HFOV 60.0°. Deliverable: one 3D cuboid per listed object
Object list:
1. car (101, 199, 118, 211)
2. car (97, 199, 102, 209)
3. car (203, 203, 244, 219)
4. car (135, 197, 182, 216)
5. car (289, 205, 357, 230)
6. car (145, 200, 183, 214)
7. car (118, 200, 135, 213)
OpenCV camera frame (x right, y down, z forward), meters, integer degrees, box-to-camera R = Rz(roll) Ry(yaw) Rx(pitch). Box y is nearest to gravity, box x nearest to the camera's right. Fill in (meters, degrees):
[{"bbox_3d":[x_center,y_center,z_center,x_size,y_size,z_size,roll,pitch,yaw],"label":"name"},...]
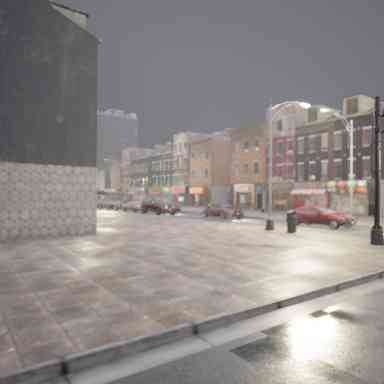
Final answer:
[{"bbox_3d":[-9.878,1.738,43.799,2.008,1.369,4.403,0,0,-35],"label":"car"},{"bbox_3d":[-13.028,1.753,48.223,1.887,1.381,4.507,0,0,-35],"label":"car"},{"bbox_3d":[2.830,1.699,30.351,1.994,1.385,4.181,0,0,-34],"label":"car"},{"bbox_3d":[-3.578,1.461,34.952,2.192,1.841,5.009,0,0,-35],"label":"car"},{"bbox_3d":[8.546,1.627,22.300,1.812,1.442,4.674,0,0,-35],"label":"car"},{"bbox_3d":[-3.337,1.721,39.008,2.033,1.411,5.357,0,0,-35],"label":"car"},{"bbox_3d":[-6.630,1.691,39.236,1.752,1.417,4.829,0,0,-35],"label":"car"}]
